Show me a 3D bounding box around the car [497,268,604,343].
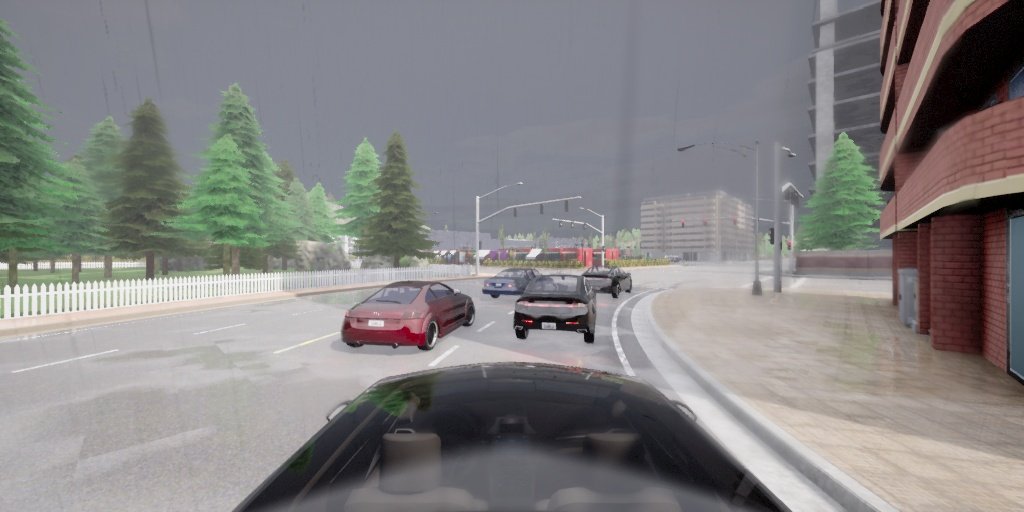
[{"bbox_3d":[1.355,1.242,9.807,2.128,1.511,4.902,0,0,14],"label":"car"}]

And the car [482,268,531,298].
[{"bbox_3d":[0.483,1.297,17.855,2.033,1.411,5.357,0,0,25],"label":"car"}]

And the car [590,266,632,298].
[{"bbox_3d":[4.856,1.236,18.364,2.128,1.511,4.902,1,1,29],"label":"car"}]

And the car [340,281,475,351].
[{"bbox_3d":[-2.356,1.314,9.140,1.994,1.385,4.181,0,0,10],"label":"car"}]
